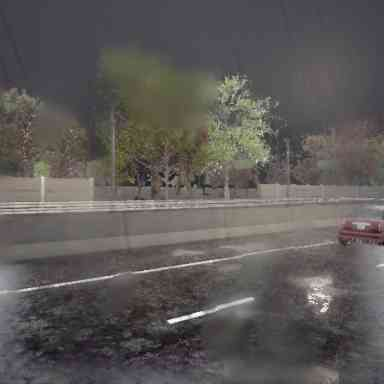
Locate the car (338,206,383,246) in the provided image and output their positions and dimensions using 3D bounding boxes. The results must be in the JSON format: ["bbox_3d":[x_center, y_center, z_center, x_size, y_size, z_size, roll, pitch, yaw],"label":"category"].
[{"bbox_3d":[8.245,1.366,14.050,4.553,1.767,2.097,0,0,-35],"label":"car"}]
